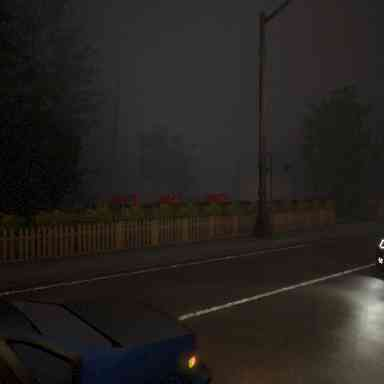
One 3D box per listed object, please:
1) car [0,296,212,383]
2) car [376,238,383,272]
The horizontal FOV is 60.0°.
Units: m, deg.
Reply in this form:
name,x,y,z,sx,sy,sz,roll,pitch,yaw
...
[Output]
name,x,y,z,sx,sy,sz,roll,pitch,yaw
car,-2.281,1.547,1.978,5.357,1.411,2.033,0,0,-41
car,7.109,1.352,9.341,4.553,1.767,2.097,0,0,-37
